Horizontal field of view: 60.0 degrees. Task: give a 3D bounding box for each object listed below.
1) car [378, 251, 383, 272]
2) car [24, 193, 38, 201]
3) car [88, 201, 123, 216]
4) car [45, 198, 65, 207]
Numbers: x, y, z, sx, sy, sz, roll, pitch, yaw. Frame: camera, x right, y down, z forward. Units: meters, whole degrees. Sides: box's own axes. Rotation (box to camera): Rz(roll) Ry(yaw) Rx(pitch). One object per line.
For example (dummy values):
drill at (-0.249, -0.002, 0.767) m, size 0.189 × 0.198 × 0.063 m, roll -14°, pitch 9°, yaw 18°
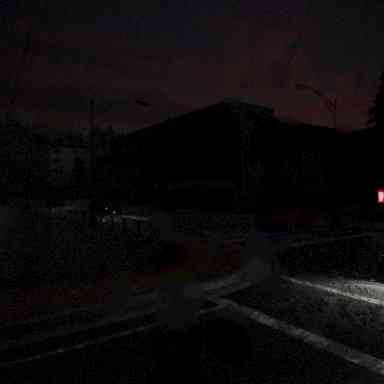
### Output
car at (7.231, 1.482, 9.049) m, size 5.357 × 1.411 × 2.033 m, roll 0°, pitch 0°, yaw -36°
car at (-40.088, 1.245, 83.429) m, size 2.097 × 1.767 × 4.553 m, roll 0°, pitch 0°, yaw -35°
car at (-8.264, 1.518, 31.769) m, size 1.895 × 1.301 × 4.718 m, roll 0°, pitch 0°, yaw -35°
car at (-20.018, 1.517, 48.706) m, size 1.895 × 1.301 × 4.718 m, roll 0°, pitch 0°, yaw -35°
